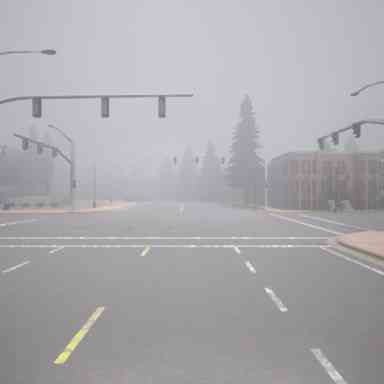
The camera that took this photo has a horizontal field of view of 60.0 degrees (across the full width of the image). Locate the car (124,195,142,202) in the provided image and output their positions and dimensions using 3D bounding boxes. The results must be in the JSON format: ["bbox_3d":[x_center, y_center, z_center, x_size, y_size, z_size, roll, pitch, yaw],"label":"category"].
[{"bbox_3d":[-13.494,1.550,73.866,1.994,1.385,4.181,0,0,-32],"label":"car"}]

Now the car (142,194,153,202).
[{"bbox_3d":[-10.750,1.351,76.049,2.097,1.767,4.553,0,0,-32],"label":"car"}]
